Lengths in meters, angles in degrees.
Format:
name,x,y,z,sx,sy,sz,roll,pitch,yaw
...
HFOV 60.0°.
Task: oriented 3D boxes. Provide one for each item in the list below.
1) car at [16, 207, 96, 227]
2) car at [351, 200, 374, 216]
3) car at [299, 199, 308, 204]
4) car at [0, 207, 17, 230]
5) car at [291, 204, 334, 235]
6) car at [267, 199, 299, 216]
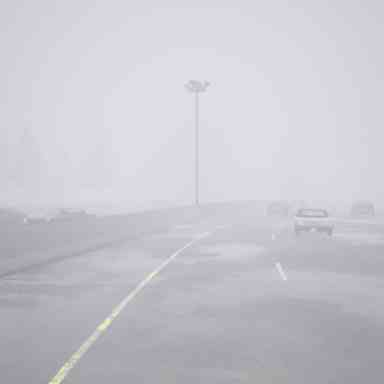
name,x,y,z,sx,sy,sz,roll,pitch,yaw
car,-7.708,1.601,19.738,1.895,1.301,4.718,0,0,15
car,16.526,1.478,32.249,1.882,1.535,5.008,0,0,27
car,13.027,1.548,40.861,2.033,1.411,5.357,0,0,28
car,-11.366,1.564,19.236,1.994,1.385,4.181,0,0,14
car,6.777,1.600,18.857,1.895,1.301,4.718,0,0,17
car,8.596,1.491,32.072,2.128,1.511,4.902,0,0,26
